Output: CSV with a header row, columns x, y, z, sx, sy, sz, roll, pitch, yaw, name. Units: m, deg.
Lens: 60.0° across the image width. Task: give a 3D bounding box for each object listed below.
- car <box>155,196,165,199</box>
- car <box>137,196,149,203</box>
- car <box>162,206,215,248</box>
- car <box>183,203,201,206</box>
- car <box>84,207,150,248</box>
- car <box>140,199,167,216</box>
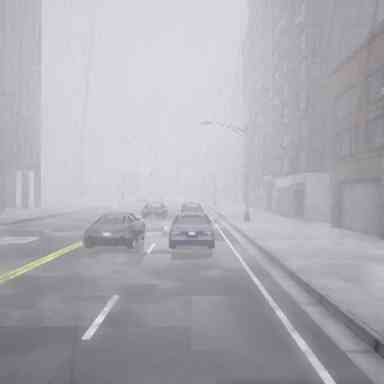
x,y,z,sx,sy,sz,roll,pitch,yaw,name
-6.500,1.481,66.652,2.128,1.511,4.902,0,0,0,car
-9.750,1.521,66.652,1.837,1.490,4.892,0,0,0,car
0.000,1.561,14.650,2.033,1.411,5.357,0,0,0,car
0.000,1.611,29.681,1.895,1.301,4.718,0,0,0,car
-3.250,1.571,14.650,1.994,1.385,4.181,0,0,0,car
-3.250,1.611,29.681,1.895,1.301,4.718,0,0,0,car
